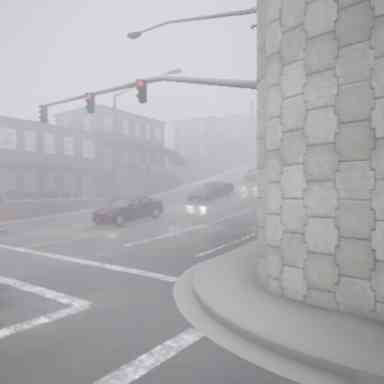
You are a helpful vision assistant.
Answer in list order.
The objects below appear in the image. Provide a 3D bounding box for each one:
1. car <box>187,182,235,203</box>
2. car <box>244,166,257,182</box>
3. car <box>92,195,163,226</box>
[{"bbox_3d":[1.751,-0.117,28.667,2.033,1.411,5.357,0,9,36],"label":"car"},{"bbox_3d":[7.420,-2.148,36.655,1.882,1.535,5.008,0,12,35],"label":"car"},{"bbox_3d":[-3.906,1.051,20.682,1.882,1.535,5.008,0,5,35],"label":"car"}]
